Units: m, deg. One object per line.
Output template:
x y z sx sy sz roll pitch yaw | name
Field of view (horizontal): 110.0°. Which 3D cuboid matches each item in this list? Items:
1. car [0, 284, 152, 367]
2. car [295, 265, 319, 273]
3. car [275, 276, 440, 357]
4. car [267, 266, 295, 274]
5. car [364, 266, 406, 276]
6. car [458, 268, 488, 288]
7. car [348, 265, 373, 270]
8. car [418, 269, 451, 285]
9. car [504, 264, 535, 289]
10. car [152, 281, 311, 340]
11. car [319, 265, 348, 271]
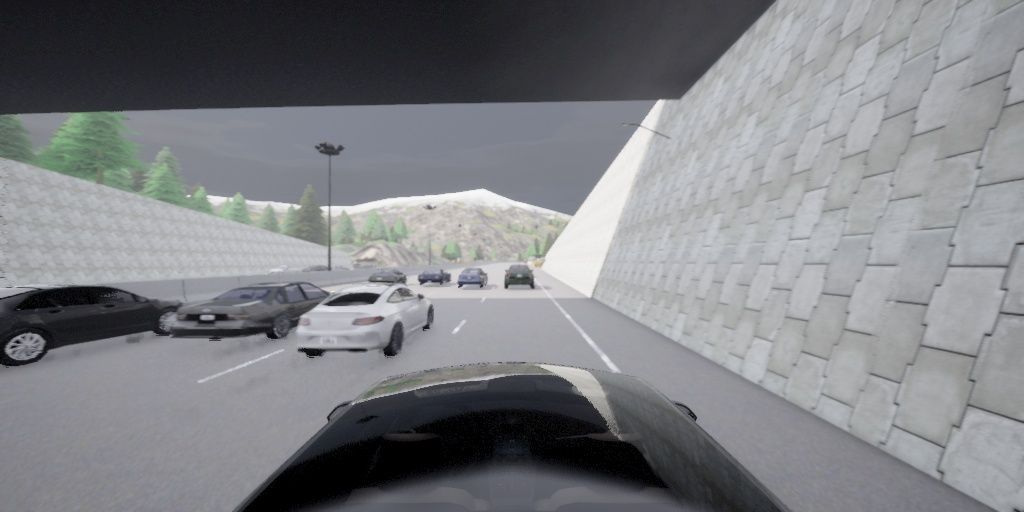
-10.269 1.398 8.337 1.837 1.490 4.892 0 -1 1 | car
-27.213 2.006 49.563 1.837 1.490 4.892 0 -1 1 | car
-3.262 1.381 8.751 1.812 1.442 4.674 0 -1 1 | car
-30.748 2.031 48.287 1.812 1.442 4.674 0 -1 2 | car
-9.925 1.706 28.940 1.994 1.385 4.181 0 -1 1 | car
-2.947 1.630 27.541 2.033 1.411 5.357 0 -1 1 | car
-20.215 1.962 49.435 1.837 1.490 4.892 0 -1 2 | car
-6.402 1.737 30.210 1.895 1.301 4.718 0 -1 1 | car
0.533 1.398 26.371 2.097 1.767 4.553 0 -1 1 | car
-6.732 1.445 10.483 2.033 1.411 5.357 0 -1 1 | car
-23.742 2.031 48.600 1.994 1.385 4.181 0 -1 1 | car
